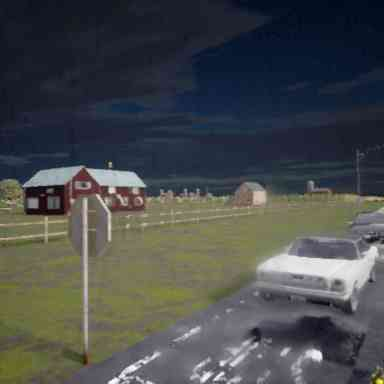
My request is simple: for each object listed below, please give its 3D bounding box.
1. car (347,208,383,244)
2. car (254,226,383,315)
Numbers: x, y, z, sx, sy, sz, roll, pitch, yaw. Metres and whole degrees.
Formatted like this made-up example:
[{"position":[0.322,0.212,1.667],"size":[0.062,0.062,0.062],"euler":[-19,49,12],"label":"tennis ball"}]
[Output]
[{"position":[9.007,1.732,16.428],"size":[1.837,1.490,4.892],"euler":[-2,-2,35],"label":"car"},{"position":[3.266,1.737,8.140],"size":[1.895,1.301,4.718],"euler":[-2,-2,35],"label":"car"}]
